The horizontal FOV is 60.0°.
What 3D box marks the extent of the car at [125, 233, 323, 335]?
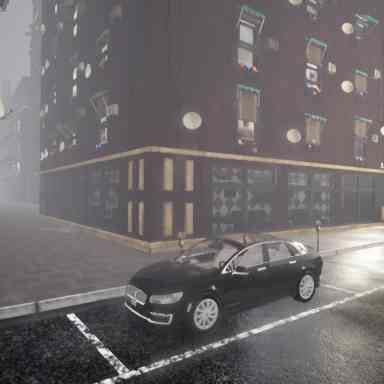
[{"bbox_3d":[0.838,1.552,6.650,4.403,1.369,2.008,0,1,-36],"label":"car"}]
